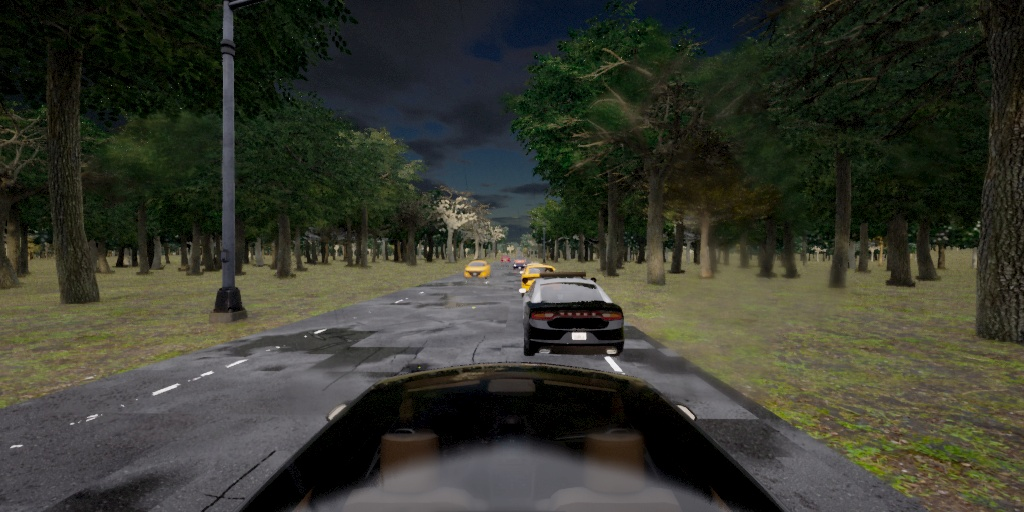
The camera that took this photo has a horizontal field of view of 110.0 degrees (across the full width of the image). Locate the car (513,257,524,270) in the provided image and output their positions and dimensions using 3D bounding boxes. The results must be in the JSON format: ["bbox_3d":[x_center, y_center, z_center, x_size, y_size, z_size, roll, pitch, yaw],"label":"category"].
[{"bbox_3d":[1.087,1.229,48.591,1.895,1.301,4.718,0,0,2],"label":"car"}]

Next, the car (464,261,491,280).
[{"bbox_3d":[-2.935,1.175,31.319,1.882,1.535,5.008,0,0,1],"label":"car"}]

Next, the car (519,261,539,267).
[{"bbox_3d":[1.431,1.208,18.618,1.882,1.535,5.008,0,0,1],"label":"car"}]

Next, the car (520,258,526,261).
[{"bbox_3d":[1.570,1.172,24.806,1.801,1.575,5.366,0,0,1],"label":"car"}]

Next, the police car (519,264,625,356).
[{"bbox_3d":[1.208,1.170,8.728,1.930,1.638,5.238,0,0,1],"label":"police car"}]
